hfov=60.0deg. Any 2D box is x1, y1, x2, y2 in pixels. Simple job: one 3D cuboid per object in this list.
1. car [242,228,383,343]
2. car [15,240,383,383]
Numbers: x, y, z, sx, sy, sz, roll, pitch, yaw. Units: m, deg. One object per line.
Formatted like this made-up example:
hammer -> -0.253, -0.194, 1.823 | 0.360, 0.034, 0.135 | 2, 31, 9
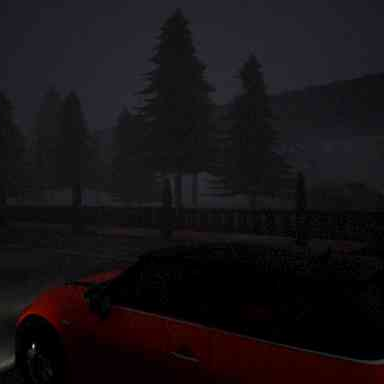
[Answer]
car -> 3.724, 1.527, 5.540 | 5.357, 1.411, 2.033 | -1, 0, 35
car -> 0.041, 1.360, 3.732 | 4.553, 1.767, 2.097 | -1, 0, 34
